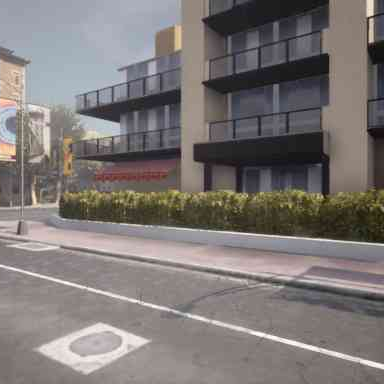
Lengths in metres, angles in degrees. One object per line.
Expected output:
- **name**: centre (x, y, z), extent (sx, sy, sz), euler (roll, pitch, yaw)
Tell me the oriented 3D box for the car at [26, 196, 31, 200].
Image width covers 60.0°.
- **car**: centre (-36.658, 1.481, 72.070), extent (4.892, 1.521, 2.231), euler (0, 0, 35)
